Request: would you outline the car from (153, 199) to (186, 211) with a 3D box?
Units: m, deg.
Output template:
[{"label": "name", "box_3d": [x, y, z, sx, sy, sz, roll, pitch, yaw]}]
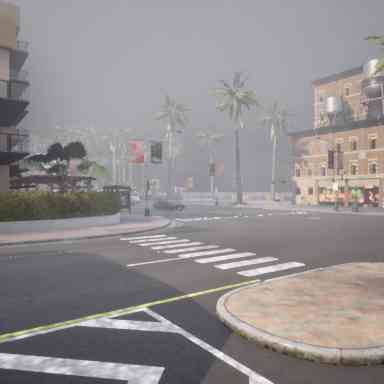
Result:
[{"label": "car", "box_3d": [-2.944, 1.547, 41.294, 2.033, 1.411, 5.357, 0, 0, -35]}]

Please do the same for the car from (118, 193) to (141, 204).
[{"label": "car", "box_3d": [-12.685, 1.221, 67.362, 2.150, 2.045, 5.566, 0, 0, -38]}]

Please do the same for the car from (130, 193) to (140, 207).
[{"label": "car", "box_3d": [-10.234, 1.353, 51.683, 2.097, 1.767, 4.553, 0, 0, -35]}]
